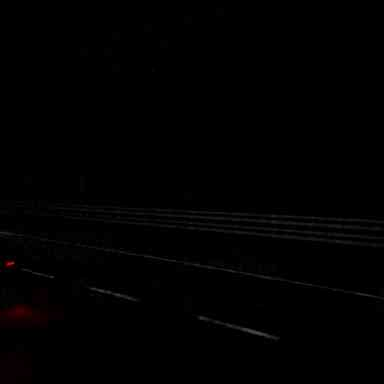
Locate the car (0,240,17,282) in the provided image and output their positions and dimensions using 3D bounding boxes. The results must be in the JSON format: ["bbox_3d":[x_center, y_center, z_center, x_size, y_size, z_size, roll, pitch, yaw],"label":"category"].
[{"bbox_3d":[-6.146,1.471,8.251,4.674,1.442,1.812,1,0,35],"label":"car"}]
